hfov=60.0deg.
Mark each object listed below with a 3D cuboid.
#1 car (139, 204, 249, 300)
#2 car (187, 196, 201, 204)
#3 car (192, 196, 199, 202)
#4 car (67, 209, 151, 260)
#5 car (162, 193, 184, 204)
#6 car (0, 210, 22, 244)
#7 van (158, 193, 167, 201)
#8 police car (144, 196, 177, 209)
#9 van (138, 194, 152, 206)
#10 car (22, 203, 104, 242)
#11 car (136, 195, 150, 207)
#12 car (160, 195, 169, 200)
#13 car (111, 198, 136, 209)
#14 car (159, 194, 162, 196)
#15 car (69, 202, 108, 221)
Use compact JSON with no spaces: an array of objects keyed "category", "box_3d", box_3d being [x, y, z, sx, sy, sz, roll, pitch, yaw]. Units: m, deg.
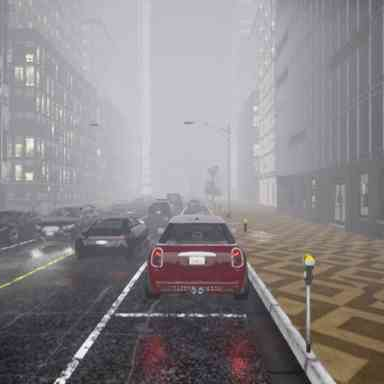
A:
[{"category":"car","box_3d":[0.134,1.351,8.582,2.097,1.767,4.553,0,0,1]},{"category":"car","box_3d":[0.291,1.546,44.213,1.947,1.339,4.313,0,0,1]},{"category":"car","box_3d":[0.844,1.529,78.360,1.802,1.307,4.206,0,0,1]},{"category":"car","box_3d":[-2.815,1.562,12.507,1.994,1.385,4.181,0,0,1]},{"category":"car","box_3d":[-2.312,1.201,44.293,2.150,2.045,5.566,0,0,0]},{"category":"car","box_3d":[-8.549,1.562,15.905,1.947,1.339,4.313,0,0,1]},{"category":"van","box_3d":[-7.441,1.280,84.202,1.690,1.788,3.998,0,0,1]},{"category":"police car","box_3d":[-2.644,1.414,29.302,1.930,1.638,5.238,0,0,1]},{"category":"van","box_3d":[-7.903,1.311,55.745,1.690,1.788,3.998,0,0,1]},{"category":"car","box_3d":[-5.954,1.487,16.457,2.128,1.511,4.902,0,0,1]},{"category":"car","box_3d":[-7.996,1.519,50.053,1.887,1.381,4.507,0,0,1]},{"category":"car","box_3d":[-7.350,1.498,89.894,1.947,1.339,4.313,0,0,1]},{"category":"car","box_3d":[-8.180,1.534,38.670,2.008,1.369,4.403,0,0,1]},{"category":"car","box_3d":[-7.534,1.386,78.510,1.967,1.590,4.097,0,0,1]},{"category":"car","box_3d":[-8.364,1.572,27.286,1.802,1.307,4.206,0,0,1]}]
